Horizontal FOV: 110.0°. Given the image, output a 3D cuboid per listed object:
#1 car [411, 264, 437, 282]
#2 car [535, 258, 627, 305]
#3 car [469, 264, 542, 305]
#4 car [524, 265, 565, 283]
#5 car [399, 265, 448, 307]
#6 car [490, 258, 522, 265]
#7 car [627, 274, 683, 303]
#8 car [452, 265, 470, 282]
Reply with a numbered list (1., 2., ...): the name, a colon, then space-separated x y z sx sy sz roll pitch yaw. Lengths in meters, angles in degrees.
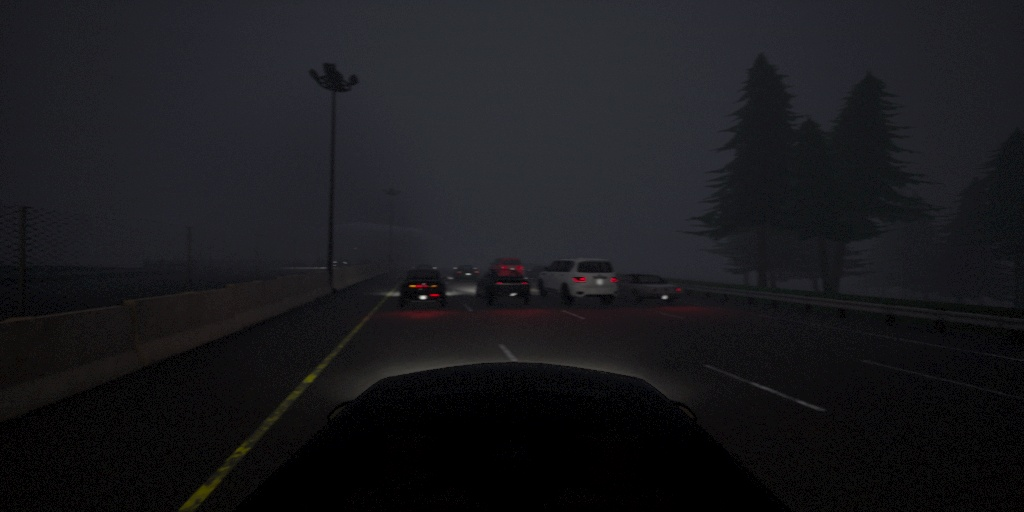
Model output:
1. car: -7.471 1.412 30.515 1.994 1.385 4.181 1 0 -14
2. car: 2.948 1.120 17.280 2.150 2.045 5.566 1 0 -14
3. car: -0.522 1.342 16.728 2.128 1.511 4.902 1 0 -14
4. car: 2.811 1.558 32.640 2.033 1.411 5.357 1 0 -14
5. car: -3.923 1.302 15.903 1.837 1.490 4.892 1 0 -14
6. car: -0.589 1.172 31.834 2.150 2.045 5.566 1 0 -14
7. car: 6.316 1.559 18.218 1.895 1.301 4.718 1 0 -14
8. car: -4.051 1.466 31.255 1.994 1.385 4.181 1 0 -14
